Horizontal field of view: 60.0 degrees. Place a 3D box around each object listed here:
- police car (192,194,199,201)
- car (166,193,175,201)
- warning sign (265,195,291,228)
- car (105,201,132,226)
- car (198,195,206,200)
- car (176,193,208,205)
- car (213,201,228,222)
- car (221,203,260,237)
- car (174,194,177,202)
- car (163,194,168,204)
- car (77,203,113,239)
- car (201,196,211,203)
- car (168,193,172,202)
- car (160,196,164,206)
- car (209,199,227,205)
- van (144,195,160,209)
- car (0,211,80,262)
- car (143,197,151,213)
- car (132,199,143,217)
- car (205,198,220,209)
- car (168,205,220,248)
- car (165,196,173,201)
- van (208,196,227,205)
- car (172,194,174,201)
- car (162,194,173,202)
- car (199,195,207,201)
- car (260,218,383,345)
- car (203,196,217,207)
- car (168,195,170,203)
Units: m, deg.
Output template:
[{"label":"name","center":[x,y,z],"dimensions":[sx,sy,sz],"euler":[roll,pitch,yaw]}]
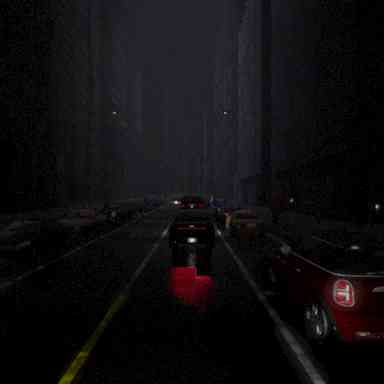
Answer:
[{"label":"police car","center":[0.859,1.439,84.784],"dimensions":[1.930,1.638,5.238],"euler":[0,0,0]},{"label":"car","center":[-5.759,1.329,90.415],"dimensions":[2.192,1.841,5.009],"euler":[0,0,0]},{"label":"warning sign","center":[5.064,1.116,19.680],"dimensions":[1.300,1.860,1.060],"euler":[0,0,0]},{"label":"car","center":[-5.759,1.441,23.194],"dimensions":[1.967,1.590,4.097],"euler":[0,0,0]},{"label":"car","center":[2.765,1.580,90.428],"dimensions":[1.947,1.339,4.313],"euler":[0,0,0]},{"label":"car","center":[0.000,1.261,29.680],"dimensions":[2.150,2.045,5.566],"euler":[0,0,0]},{"label":"car","center":[2.766,1.546,23.202],"dimensions":[1.887,1.381,4.507],"euler":[0,0,0]},{"label":"car","center":[2.766,1.526,17.770],"dimensions":[1.752,1.417,4.829],"euler":[0,0,0]},{"label":"car","center":[-3.000,1.510,76.685],"dimensions":[1.994,1.385,4.181],"euler":[0,0,0]},{"label":"car","center":[-5.759,1.446,56.805],"dimensions":[1.967,1.590,4.097],"euler":[0,0,0]},{"label":"car","center":[-5.759,1.526,17.422],"dimensions":[1.752,1.417,4.829],"euler":[0,0,0]},{"label":"car","center":[2.766,1.553,68.019],"dimensions":[1.887,1.381,4.507],"euler":[0,0,0]},{"label":"car","center":[-5.759,1.448,68.008],"dimensions":[1.967,1.590,4.097],"euler":[0,0,0]},{"label":"car","center":[-5.760,1.587,51.203],"dimensions":[1.802,1.307,4.206],"euler":[0,0,0]},{"label":"car","center":[2.766,1.547,28.804],"dimensions":[1.887,1.381,4.507],"euler":[0,0,0]},{"label":"van","center":[-5.759,1.345,45.602],"dimensions":[1.690,1.788,3.998],"euler":[0,0,0]},{"label":"car","center":[-5.760,1.582,11.990],"dimensions":[1.802,1.307,4.206],"euler":[0,0,0]},{"label":"car","center":[-5.759,1.547,34.398],"dimensions":[1.887,1.381,4.507],"euler":[0,0,0]},{"label":"car","center":[-5.759,1.547,28.795],"dimensions":[1.887,1.381,4.507],"euler":[0,0,0]},{"label":"car","center":[2.766,1.549,45.611],"dimensions":[1.887,1.381,4.507],"euler":[0,0,0]},{"label":"car","center":[0.000,1.518,14.650],"dimensions":[1.837,1.490,4.892],"euler":[0,0,0]},{"label":"car","center":[-5.760,1.594,84.813],"dimensions":[1.802,1.307,4.206],"euler":[0,0,0]},{"label":"van","center":[2.767,1.344,34.406],"dimensions":[1.690,1.788,3.998],"euler":[0,0,0]},{"label":"car","center":[-5.760,1.575,73.610],"dimensions":[1.947,1.339,4.313],"euler":[0,0,0]},{"label":"car","center":[-5.759,1.325,79.212],"dimensions":[2.192,1.841,5.009],"euler":[0,0,0]},{"label":"car","center":[2.765,1.578,84.826],"dimensions":[1.947,1.339,4.313],"euler":[0,0,0]},{"label":"car","center":[2.766,1.440,6.395],"dimensions":[1.967,1.590,4.097],"euler":[0,0,0]},{"label":"car","center":[2.766,1.445,51.213],"dimensions":[1.967,1.590,4.097],"euler":[0,0,0]},{"label":"car","center":[-5.760,1.573,62.406],"dimensions":[1.947,1.339,4.313],"euler":[0,0,0]}]
